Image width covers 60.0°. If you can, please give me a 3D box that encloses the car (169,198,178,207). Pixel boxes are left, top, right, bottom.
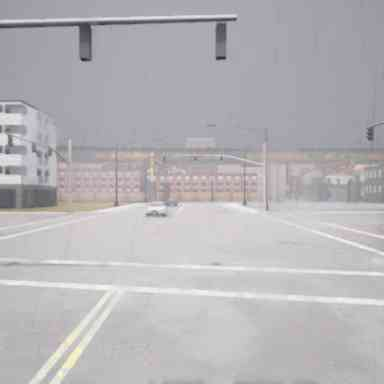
[{"bbox_3d":[-3.558,1.820,58.243,1.812,1.442,4.674,0,0,-1],"label":"car"}]

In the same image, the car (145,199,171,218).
[{"bbox_3d":[-3.442,1.709,33.043,1.812,1.442,4.674,0,0,0],"label":"car"}]
